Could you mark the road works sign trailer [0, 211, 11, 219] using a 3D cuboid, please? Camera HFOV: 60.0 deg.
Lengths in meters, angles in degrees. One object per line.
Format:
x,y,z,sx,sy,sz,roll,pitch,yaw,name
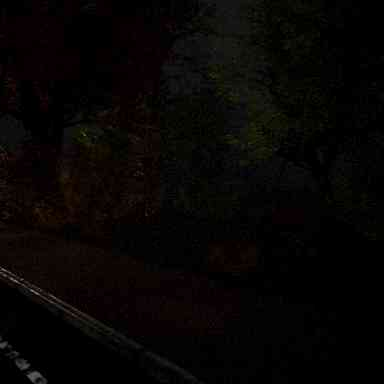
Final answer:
-6.440,0.813,6.965,2.380,2.880,3.560,45,-6,-3,road works sign trailer
